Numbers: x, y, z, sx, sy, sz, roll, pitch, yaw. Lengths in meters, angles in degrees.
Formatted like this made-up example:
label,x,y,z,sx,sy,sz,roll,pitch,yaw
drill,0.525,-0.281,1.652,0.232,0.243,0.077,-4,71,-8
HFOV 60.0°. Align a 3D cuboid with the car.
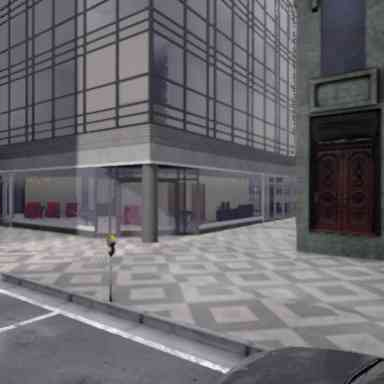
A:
label,x,y,z,sx,sy,sz,roll,pitch,yaw
car,1.978,1.551,1.549,4.403,1.369,2.008,0,0,36
